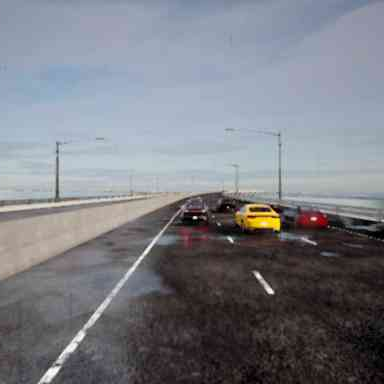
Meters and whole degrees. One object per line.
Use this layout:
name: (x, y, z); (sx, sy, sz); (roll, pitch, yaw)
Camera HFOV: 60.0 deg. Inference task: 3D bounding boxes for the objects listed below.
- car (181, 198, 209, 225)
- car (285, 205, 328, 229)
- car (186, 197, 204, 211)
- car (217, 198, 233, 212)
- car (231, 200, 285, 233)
car: (0.222, 1.468, 24.124); (2.128, 1.511, 4.902); (0, 0, 1)
car: (7.201, 1.544, 21.638); (1.994, 1.385, 4.181); (0, 0, 0)
car: (0.444, 1.444, 41.925); (2.128, 1.511, 4.902); (0, 0, 1)
car: (3.885, 1.436, 37.983); (1.882, 1.535, 5.008); (0, 0, 1)
car: (3.683, 1.460, 19.375); (1.882, 1.535, 5.008); (0, 0, 0)
